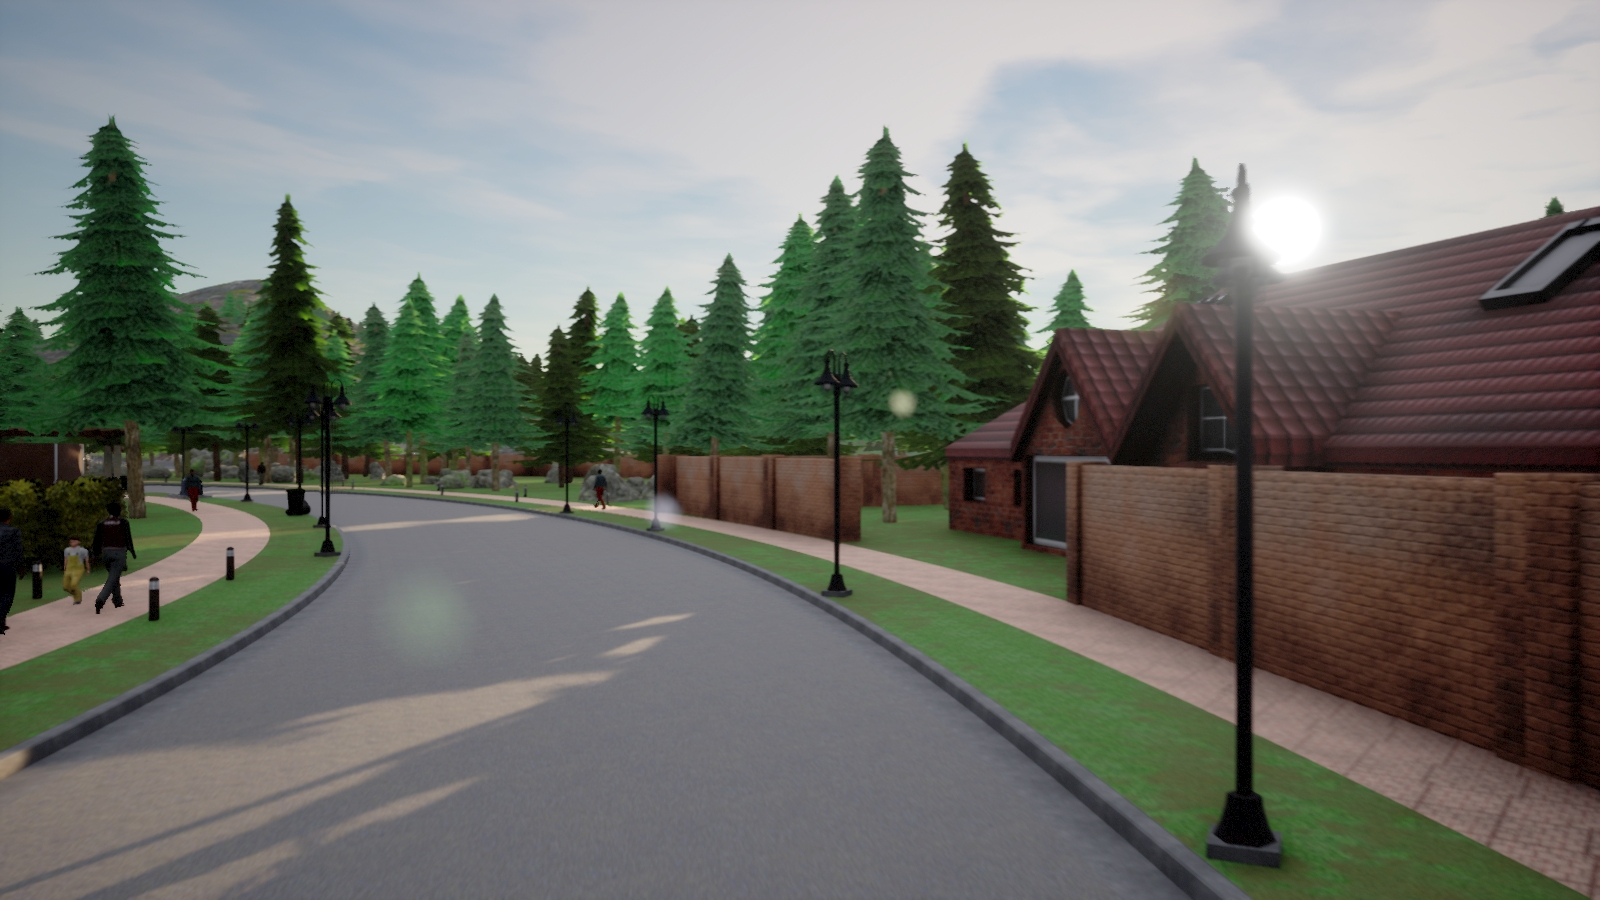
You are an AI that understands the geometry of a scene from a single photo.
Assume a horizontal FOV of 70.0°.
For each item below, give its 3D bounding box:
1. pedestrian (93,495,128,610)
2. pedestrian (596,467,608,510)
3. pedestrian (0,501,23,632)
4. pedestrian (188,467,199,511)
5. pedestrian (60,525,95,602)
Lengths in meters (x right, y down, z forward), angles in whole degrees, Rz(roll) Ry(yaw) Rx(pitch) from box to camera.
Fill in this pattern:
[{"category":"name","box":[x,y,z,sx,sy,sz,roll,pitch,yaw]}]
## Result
[{"category":"pedestrian","box":[-11.288,1.669,18.713,0.375,1.860,0.375,0,0,-8]},{"category":"pedestrian","box":[-8.699,1.672,50.129,0.375,1.860,0.375,0,0,-41]},{"category":"pedestrian","box":[-11.507,1.669,16.477,0.375,1.860,0.375,0,0,-11]},{"category":"pedestrian","box":[-25.980,1.676,48.932,0.375,1.860,0.375,0,0,-30]},{"category":"pedestrian","box":[-12.457,1.949,19.703,0.375,1.300,0.375,0,0,-6]}]
